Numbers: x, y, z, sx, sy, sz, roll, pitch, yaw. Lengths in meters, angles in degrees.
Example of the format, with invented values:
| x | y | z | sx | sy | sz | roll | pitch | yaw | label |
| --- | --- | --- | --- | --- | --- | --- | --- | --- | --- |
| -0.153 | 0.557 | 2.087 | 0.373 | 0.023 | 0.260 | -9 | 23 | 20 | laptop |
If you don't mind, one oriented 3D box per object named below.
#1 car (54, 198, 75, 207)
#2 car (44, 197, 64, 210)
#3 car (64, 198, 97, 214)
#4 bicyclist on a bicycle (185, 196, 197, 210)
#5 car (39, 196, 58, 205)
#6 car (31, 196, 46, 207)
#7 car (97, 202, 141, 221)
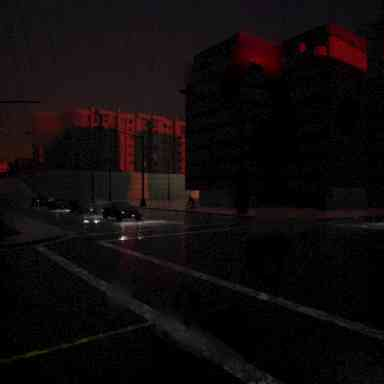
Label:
| x | y | z | sx | sy | sz | roll | pitch | yaw | label |
| --- | --- | --- | --- | --- | --- | --- | --- | --- | --- |
| -20.556 | 1.600 | 53.591 | 1.895 | 1.301 | 4.718 | 0 | 0 | -36 | car |
| -17.210 | 1.563 | 42.786 | 1.994 | 1.385 | 4.181 | 0 | 0 | -36 | car |
| -11.383 | 1.491 | 34.827 | 2.128 | 1.511 | 4.902 | 0 | 0 | -36 | car |
| -0.134 | 1.302 | 38.059 | 1.656 | 1.620 | 0.582 | 0 | 0 | -36 | bicyclist on a bicycle |
| -26.695 | 1.546 | 61.847 | 2.033 | 1.411 | 5.357 | 0 | 0 | -36 | car |
| -23.054 | 1.351 | 50.823 | 2.097 | 1.767 | 4.553 | 0 | 0 | -36 | car |
| -5.876 | 1.525 | 27.315 | 1.812 | 1.442 | 4.674 | 0 | 0 | -36 | car |
